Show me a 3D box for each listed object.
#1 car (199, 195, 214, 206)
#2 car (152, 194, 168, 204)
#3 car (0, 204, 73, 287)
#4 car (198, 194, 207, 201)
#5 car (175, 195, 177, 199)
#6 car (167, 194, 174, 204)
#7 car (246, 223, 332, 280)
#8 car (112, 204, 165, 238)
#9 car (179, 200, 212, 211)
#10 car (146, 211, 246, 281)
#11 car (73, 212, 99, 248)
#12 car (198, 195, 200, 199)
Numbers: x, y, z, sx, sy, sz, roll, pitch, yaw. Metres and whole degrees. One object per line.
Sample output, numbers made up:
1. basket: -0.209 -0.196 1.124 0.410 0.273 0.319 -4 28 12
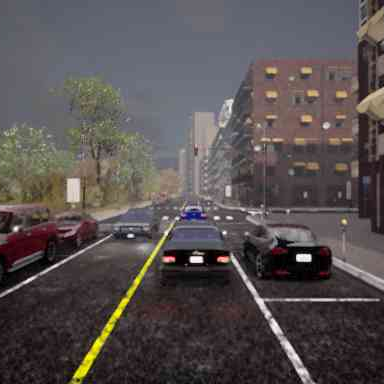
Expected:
1. car: 2.598 1.488 53.564 2.008 1.369 4.403 1 0 0
2. car: -5.282 1.482 52.764 1.887 1.381 4.507 1 0 0
3. car: -5.301 1.302 8.994 2.192 1.841 5.009 1 0 0
4. car: 2.613 1.360 81.980 1.967 1.590 4.097 1 0 0
5. car: -5.266 1.469 86.820 2.008 1.369 4.403 1 0 0
6. car: -5.275 1.244 64.116 2.192 1.841 5.009 1 0 0
7. car: 2.577 1.552 9.747 1.947 1.339 4.313 1 0 0
8. car: -2.742 1.566 17.565 2.033 1.411 5.357 0 0 0
9. car: 0.118 1.496 21.868 1.812 1.442 4.674 0 0 0
10. car: 0.102 1.533 9.820 2.033 1.411 5.357 0 0 0
11. car: -5.301 1.561 14.649 1.802 1.307 4.206 1 0 0
12. car: 2.606 1.507 70.613 1.802 1.307 4.206 1 0 0
